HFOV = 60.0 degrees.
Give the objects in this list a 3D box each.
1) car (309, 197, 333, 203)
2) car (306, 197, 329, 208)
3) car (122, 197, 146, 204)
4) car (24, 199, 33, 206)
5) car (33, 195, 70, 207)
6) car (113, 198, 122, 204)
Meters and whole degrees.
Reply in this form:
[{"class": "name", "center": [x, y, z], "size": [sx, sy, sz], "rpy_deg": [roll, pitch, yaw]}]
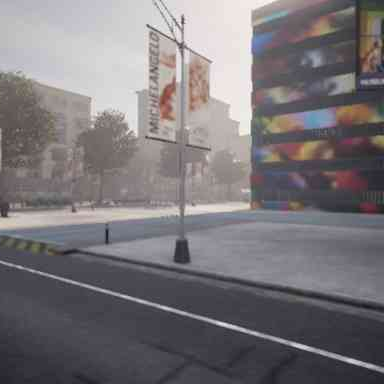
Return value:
[{"class": "car", "center": [16.030, 1.478, 40.634], "size": [2.002, 1.452, 4.674], "rpy_deg": [0, 0, 37]}, {"class": "car", "center": [20.029, 1.613, 52.872], "size": [2.161, 1.482, 4.786], "rpy_deg": [0, 0, 37]}, {"class": "car", "center": [-10.490, 1.700, 63.531], "size": [1.895, 1.301, 4.718], "rpy_deg": [0, 0, 37]}, {"class": "car", "center": [-23.694, 1.306, 51.854], "size": [2.097, 1.767, 4.553], "rpy_deg": [0, 0, 37]}, {"class": "car", "center": [-20.757, 1.319, 49.955], "size": [2.097, 1.767, 4.553], "rpy_deg": [0, 0, 37]}, {"class": "car", "center": [-13.292, 1.702, 65.629], "size": [1.895, 1.301, 4.718], "rpy_deg": [0, 0, 37]}]
